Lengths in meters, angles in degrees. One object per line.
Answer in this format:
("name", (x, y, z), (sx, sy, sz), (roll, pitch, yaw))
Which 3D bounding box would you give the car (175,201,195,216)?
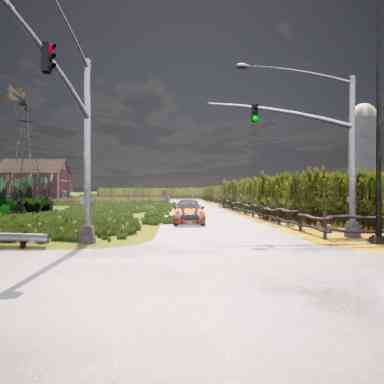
("car", (-0.731, 1.636, 33.952), (1.895, 1.301, 4.718), (0, 0, -3))

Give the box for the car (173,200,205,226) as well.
("car", (-0.241, 1.387, 23.721), (2.097, 1.767, 4.553), (0, 0, -3))
